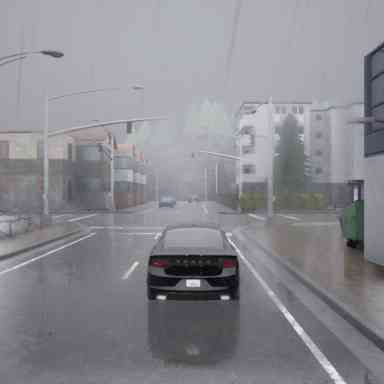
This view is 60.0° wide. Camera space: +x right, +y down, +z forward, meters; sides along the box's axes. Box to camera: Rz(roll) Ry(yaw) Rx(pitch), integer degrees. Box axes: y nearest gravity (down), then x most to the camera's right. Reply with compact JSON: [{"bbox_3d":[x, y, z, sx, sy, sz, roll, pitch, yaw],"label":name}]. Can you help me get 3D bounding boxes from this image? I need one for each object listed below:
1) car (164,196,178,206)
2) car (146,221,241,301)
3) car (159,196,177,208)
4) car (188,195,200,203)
[{"bbox_3d":[-3.595,1.491,57.731,2.128,1.511,4.902,0,0,0],"label":"car"},{"bbox_3d":[0.047,1.478,8.413,1.882,1.535,5.008,0,0,1],"label":"car"},{"bbox_3d":[-3.612,1.477,47.380,1.882,1.535,5.008,0,0,0],"label":"car"},{"bbox_3d":[0.466,1.353,69.686,2.097,1.767,4.553,0,0,7],"label":"car"}]
